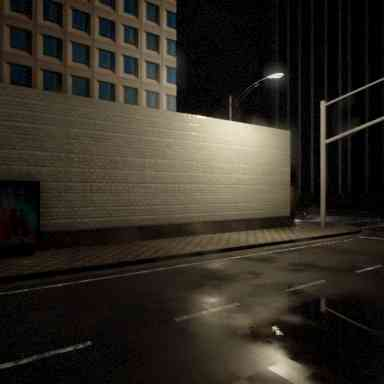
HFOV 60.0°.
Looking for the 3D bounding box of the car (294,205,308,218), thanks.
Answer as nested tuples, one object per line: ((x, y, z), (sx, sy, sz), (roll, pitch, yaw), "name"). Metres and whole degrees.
((8.176, 1.581, 30.012), (1.812, 1.442, 4.674), (0, 0, -36), "car")

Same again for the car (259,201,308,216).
((9.378, 1.656, 34.337), (1.895, 1.301, 4.718), (0, 0, -36), "car")
